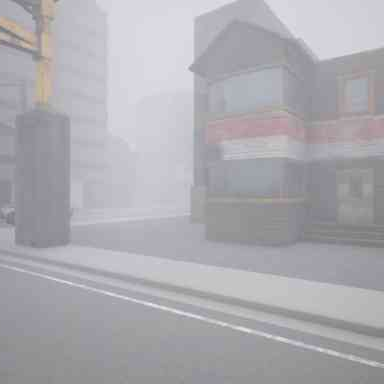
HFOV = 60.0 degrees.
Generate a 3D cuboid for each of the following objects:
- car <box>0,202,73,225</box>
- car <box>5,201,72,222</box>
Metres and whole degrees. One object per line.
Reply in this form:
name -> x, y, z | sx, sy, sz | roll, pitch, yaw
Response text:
car -> -10.693, 1.453, 23.497 | 2.038, 1.542, 4.974 | 0, 0, 15
car -> -10.679, 1.295, 23.547 | 1.853, 1.218, 4.536 | 0, 0, 15
